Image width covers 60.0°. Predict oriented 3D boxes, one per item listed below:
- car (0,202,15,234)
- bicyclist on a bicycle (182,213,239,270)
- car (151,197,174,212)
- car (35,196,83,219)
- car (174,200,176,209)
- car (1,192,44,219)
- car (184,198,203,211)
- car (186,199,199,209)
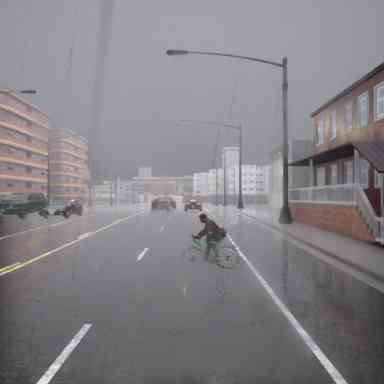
[{"bbox_3d":[-10.580,1.442,15.549,1.812,1.442,4.674,0,1,0],"label":"car"},{"bbox_3d":[0.502,1.432,9.481,1.656,1.620,0.582,-2,0,0],"label":"bicyclist on a bicycle"},{"bbox_3d":[-3.437,1.391,37.834,1.882,1.535,5.008,0,-1,1],"label":"car"},{"bbox_3d":[-10.482,1.316,27.277,2.128,1.511,4.902,0,0,0],"label":"car"},{"bbox_3d":[-3.420,1.539,48.752,2.097,1.767,4.553,0,-2,1],"label":"car"},{"bbox_3d":[-13.980,1.046,27.481,2.150,2.045,5.566,0,0,0],"label":"car"},{"bbox_3d":[0.132,1.440,37.901,1.812,1.442,4.674,0,-1,0],"label":"car"},{"bbox_3d":[0.070,1.690,48.068,1.812,1.442,4.674,0,-2,1],"label":"car"}]
